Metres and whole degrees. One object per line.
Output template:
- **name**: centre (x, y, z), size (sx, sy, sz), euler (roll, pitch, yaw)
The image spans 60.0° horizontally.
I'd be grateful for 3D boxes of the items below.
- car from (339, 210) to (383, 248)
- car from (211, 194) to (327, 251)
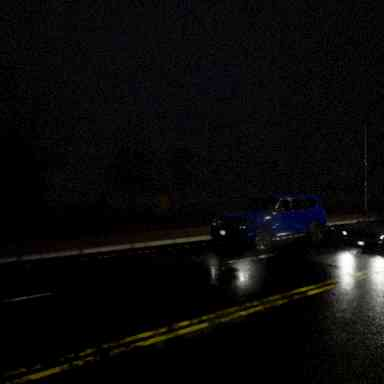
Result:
- **car**: centre (8.266, 1.439, 13.531), size (5.357, 1.411, 2.033), euler (-1, 0, -35)
- **car**: centre (3.409, 1.139, 14.080), size (5.566, 2.045, 2.150), euler (-1, 0, -35)
